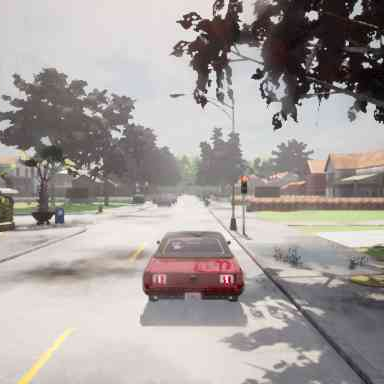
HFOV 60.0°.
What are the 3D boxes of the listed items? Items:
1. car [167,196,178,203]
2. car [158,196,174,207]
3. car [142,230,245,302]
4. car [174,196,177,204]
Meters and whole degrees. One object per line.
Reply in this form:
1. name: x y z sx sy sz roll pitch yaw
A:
1. car: -4.080 1.540 71.205 2.033 1.411 5.357 0 0 0
2. car: -4.154 1.601 50.852 1.895 1.301 4.718 0 0 0
3. car: 0.042 1.601 8.226 1.895 1.301 4.718 0 0 1
4. car: -4.135 1.564 60.844 1.994 1.385 4.181 0 0 0
